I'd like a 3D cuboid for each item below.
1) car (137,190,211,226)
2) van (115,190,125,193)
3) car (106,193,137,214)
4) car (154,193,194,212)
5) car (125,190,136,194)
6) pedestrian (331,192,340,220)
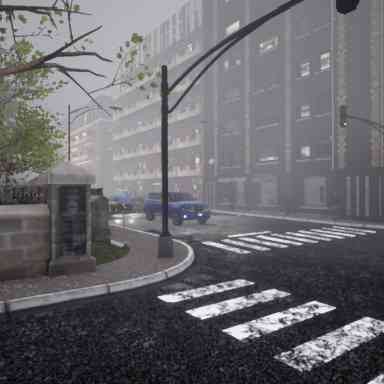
[{"bbox_3d":[-1.143,0.926,21.630,2.150,2.045,5.566,0,1,-36],"label":"car"},{"bbox_3d":[-8.348,0.655,41.285,1.690,1.788,3.998,1,1,-36],"label":"van"},{"bbox_3d":[-6.803,1.098,29.359,1.994,1.385,4.181,0,1,-36],"label":"car"},{"bbox_3d":[-1.821,0.950,32.377,1.967,1.590,4.097,1,1,-36],"label":"car"},{"bbox_3d":[-5.083,0.727,36.831,2.192,1.841,5.009,1,1,-36],"label":"car"},{"bbox_3d":[9.454,0.902,21.945,0.375,1.860,0.375,1,-1,-36],"label":"pedestrian"}]
